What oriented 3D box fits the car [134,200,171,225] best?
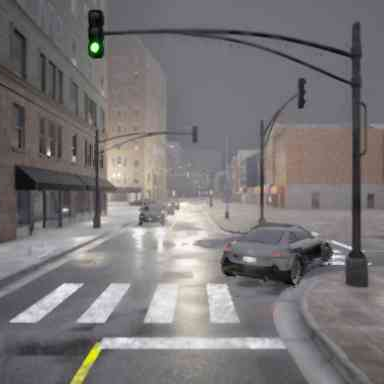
[{"bbox_3d":[-2.845,1.625,25.121,1.837,1.490,4.892,0,0,0],"label":"car"}]

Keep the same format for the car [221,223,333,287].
[{"bbox_3d":[2.580,1.606,9.689,1.994,1.385,4.181,-1,-1,36],"label":"car"}]

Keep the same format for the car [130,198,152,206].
[{"bbox_3d":[-8.979,1.864,60.690,4.674,1.442,1.812,0,0,9],"label":"car"}]

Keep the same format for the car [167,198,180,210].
[{"bbox_3d":[-2.795,1.573,45.280,2.097,1.767,4.553,0,0,0],"label":"car"}]

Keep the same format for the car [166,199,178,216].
[{"bbox_3d":[-2.832,1.733,35.041,1.994,1.385,4.181,0,0,0],"label":"car"}]
